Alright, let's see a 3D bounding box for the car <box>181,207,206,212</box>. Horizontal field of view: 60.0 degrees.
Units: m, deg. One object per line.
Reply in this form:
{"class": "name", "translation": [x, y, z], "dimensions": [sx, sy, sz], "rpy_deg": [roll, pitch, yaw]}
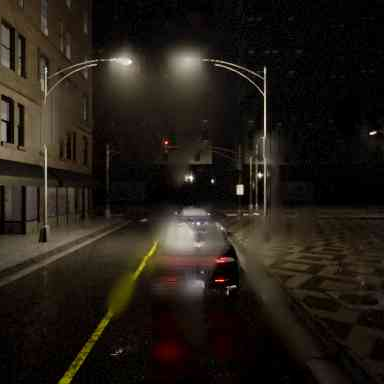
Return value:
{"class": "car", "translation": [0.088, 1.548, 18.644], "dimensions": [2.033, 1.411, 5.357], "rpy_deg": [0, 0, -2]}

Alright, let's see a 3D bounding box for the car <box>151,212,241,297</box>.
{"class": "car", "translation": [0.085, 1.492, 8.532], "dimensions": [2.128, 1.511, 4.902], "rpy_deg": [0, 0, 0]}
